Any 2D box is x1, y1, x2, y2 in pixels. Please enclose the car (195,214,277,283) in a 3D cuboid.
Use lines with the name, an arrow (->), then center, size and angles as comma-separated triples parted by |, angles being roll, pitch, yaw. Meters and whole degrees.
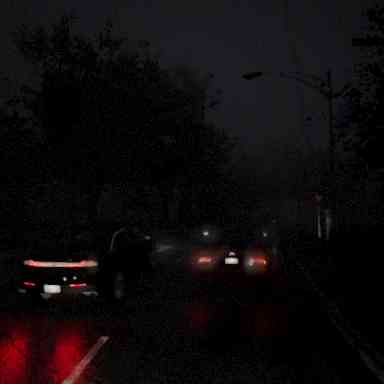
car -> 1.260, 1.591, 9.841 | 2.033, 1.411, 5.357 | -1, 0, 9

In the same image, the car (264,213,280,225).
car -> 9.902, 3.535, 43.381 | 1.837, 1.490, 4.892 | 2, -4, -5

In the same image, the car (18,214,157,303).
car -> -2.208, 1.550, 8.400 | 2.128, 1.511, 4.902 | -1, 0, 7

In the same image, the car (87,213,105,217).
car -> -17.124, 4.683, 61.813 | 5.008, 1.535, 1.882 | 1, -5, -19
